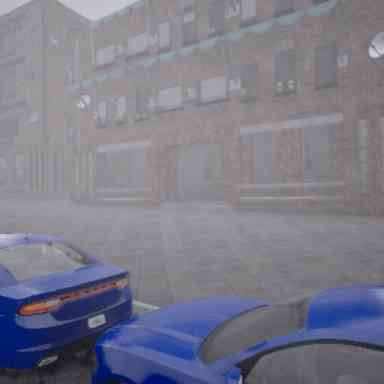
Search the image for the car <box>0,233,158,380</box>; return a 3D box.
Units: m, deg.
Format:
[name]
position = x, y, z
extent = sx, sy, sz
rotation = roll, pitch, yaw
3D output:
[car]
position = -3.209, 1.442, 5.569
extent = 5.008, 1.535, 2.097
rotation = 0, 0, 35
